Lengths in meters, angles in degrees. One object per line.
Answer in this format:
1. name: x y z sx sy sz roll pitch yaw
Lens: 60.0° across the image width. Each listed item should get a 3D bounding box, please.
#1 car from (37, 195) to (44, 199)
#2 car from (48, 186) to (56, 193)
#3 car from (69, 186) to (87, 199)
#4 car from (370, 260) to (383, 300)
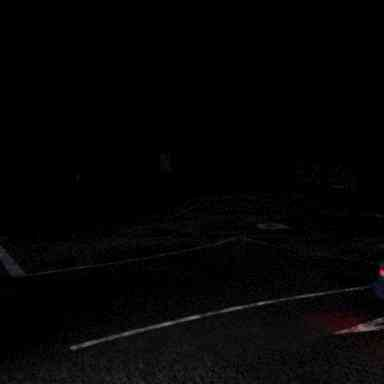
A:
1. car: -21.089 0.103 51.901 2.435 2.045 5.566 -2 1 16
2. car: -18.699 0.072 50.084 2.435 2.045 5.566 -1 1 16
3. car: -16.281 0.291 48.371 2.231 1.521 4.892 -1 1 16
4. car: 6.015 1.539 6.217 5.357 1.411 2.033 0 1 -18
